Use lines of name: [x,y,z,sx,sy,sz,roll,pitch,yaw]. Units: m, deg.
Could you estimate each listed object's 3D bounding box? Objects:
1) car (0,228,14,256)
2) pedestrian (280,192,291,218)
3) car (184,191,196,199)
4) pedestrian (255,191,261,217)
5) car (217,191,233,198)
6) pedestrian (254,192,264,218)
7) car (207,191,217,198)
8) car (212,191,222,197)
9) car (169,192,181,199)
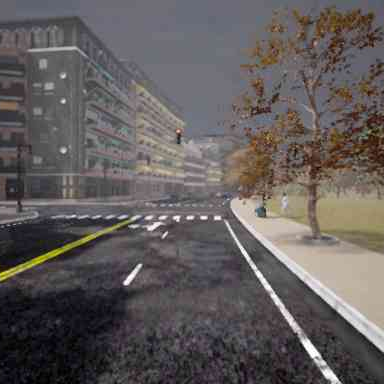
car: [-6.482,1.429,7.932,2.033,1.411,5.357,0,1,1]
pedestrian: [6.509,0.861,23.236,0.375,1.860,0.375,0,1,3]
car: [-0.393,0.634,70.759,2.097,1.767,4.553,0,0,9]
pedestrian: [4.741,0.849,23.938,0.375,1.860,0.375,0,1,3]
car: [7.926,0.771,80.076,2.033,1.411,5.357,0,0,11]
pedestrian: [4.620,0.862,22.742,0.375,1.860,0.375,0,1,3]
car: [4.729,0.744,80.660,2.128,1.511,4.902,0,0,11]
car: [6.853,0.591,90.801,1.882,1.535,5.008,0,0,13]
car: [-3.585,0.767,71.372,1.837,1.490,4.892,0,0,9]
